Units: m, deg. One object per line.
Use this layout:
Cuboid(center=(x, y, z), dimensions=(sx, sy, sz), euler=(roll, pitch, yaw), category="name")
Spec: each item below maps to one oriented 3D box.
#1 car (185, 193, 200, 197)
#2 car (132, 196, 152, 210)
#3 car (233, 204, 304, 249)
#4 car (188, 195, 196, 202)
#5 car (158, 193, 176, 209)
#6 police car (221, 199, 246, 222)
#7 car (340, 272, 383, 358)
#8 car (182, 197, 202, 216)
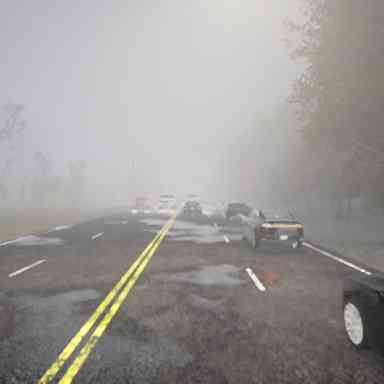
Cuboid(center=(0.118, 1.233, 55.148), dimensions=(2.150, 2.045, 5.566), euler=(0, 0, 0), category="car")
Cuboid(center=(-6.533, 1.349, 43.596), dimensions=(2.097, 1.767, 4.553), euler=(0, 0, 1), category="car")
Cuboid(center=(3.253, 1.459, 14.213), dimensions=(2.128, 1.511, 4.902), euler=(1, -1, 0), category="car")
Cuboid(center=(0.014, 1.482, 74.271), dimensions=(1.882, 1.535, 5.008), euler=(0, 0, 0), category="car")
Cuboid(center=(-3.273, 1.201, 44.730), dimensions=(2.150, 2.045, 5.566), euler=(0, 0, 1), category="car")
Cuboid(center=(3.267, 1.393, 25.324), dimensions=(1.930, 1.638, 5.238), euler=(1, -1, 0), category="police car")
Cuboid(center=(3.235, 1.459, 3.205), dimensions=(1.882, 1.535, 5.008), euler=(-1, 0, 0), category="car")
Cuboid(center=(0.022, 1.538, 32.322), dimensions=(2.033, 1.411, 5.357), euler=(0, 0, 0), category="car")
